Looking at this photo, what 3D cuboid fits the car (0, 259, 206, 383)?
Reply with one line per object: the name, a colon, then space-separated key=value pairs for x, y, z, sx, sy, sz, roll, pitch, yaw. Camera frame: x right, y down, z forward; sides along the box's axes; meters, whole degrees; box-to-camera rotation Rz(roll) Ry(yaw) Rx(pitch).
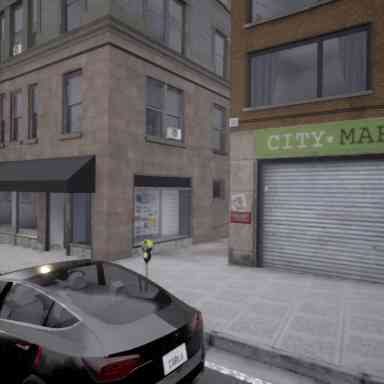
car: x=-1.846 y=1.565 z=4.258 sx=4.313 sy=1.339 sz=1.947 roll=0 pitch=1 yaw=35
